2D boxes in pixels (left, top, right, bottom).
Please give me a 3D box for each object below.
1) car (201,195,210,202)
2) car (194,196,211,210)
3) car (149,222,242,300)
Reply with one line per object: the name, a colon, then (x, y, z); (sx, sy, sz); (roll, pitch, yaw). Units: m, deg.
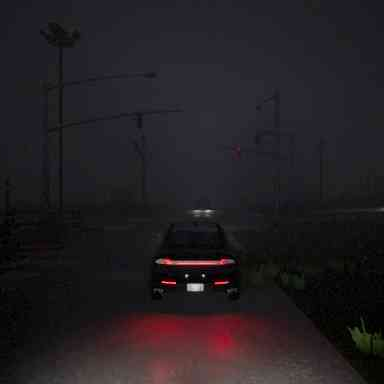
car: (3.008, 1.483, 72.550); (1.812, 1.442, 4.674); (0, 0, 3)
car: (1.334, 1.527, 41.297); (1.994, 1.385, 4.181); (0, 0, 3)
car: (0.078, 1.491, 8.364); (2.128, 1.511, 4.902); (0, 0, 0)
